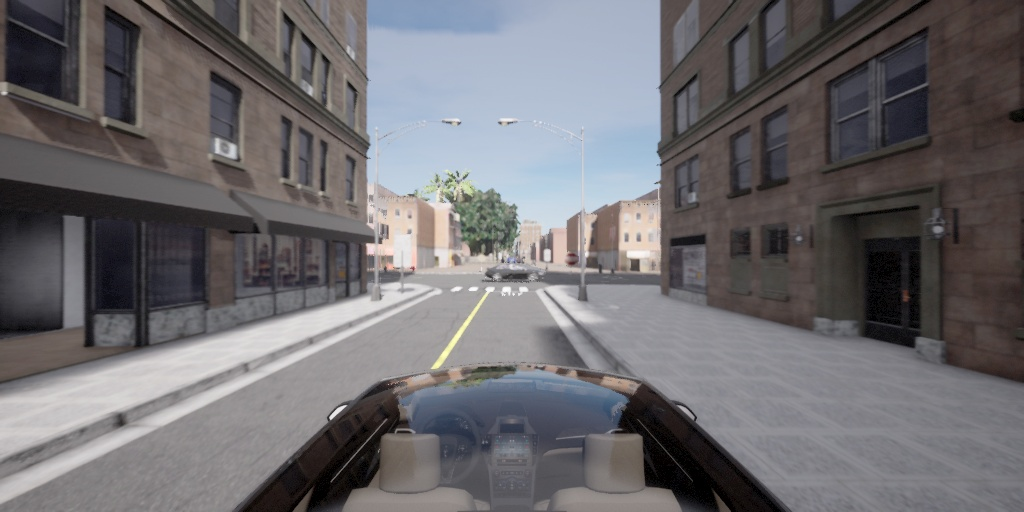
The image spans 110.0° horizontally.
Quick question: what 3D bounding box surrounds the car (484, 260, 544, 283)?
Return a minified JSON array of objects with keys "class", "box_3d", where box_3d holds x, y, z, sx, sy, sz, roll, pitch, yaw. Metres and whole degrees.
[{"class":"car","box_3d":[0.178,1.360,29.226,4.902,1.511,2.128,1,0,0]}]
